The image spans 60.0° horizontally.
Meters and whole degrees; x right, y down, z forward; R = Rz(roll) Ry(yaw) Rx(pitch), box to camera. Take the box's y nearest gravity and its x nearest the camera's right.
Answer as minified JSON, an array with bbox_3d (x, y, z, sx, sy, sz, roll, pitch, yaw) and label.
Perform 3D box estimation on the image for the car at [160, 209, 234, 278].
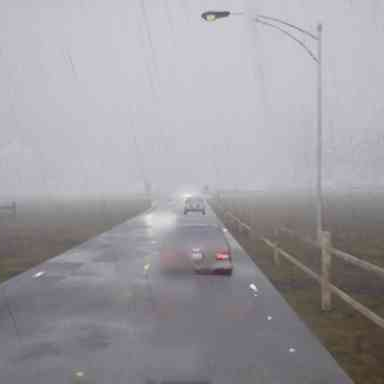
[{"bbox_3d":[0.123,1.486,9.969,2.033,1.411,5.357,0,1,0],"label":"car"}]

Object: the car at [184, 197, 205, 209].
[{"bbox_3d":[0.227,1.171,29.959,2.033,1.411,5.357,0,1,0],"label":"car"}]

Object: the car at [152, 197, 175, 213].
[{"bbox_3d":[-2.710,1.185,31.700,1.895,1.301,4.718,0,1,0],"label":"car"}]
